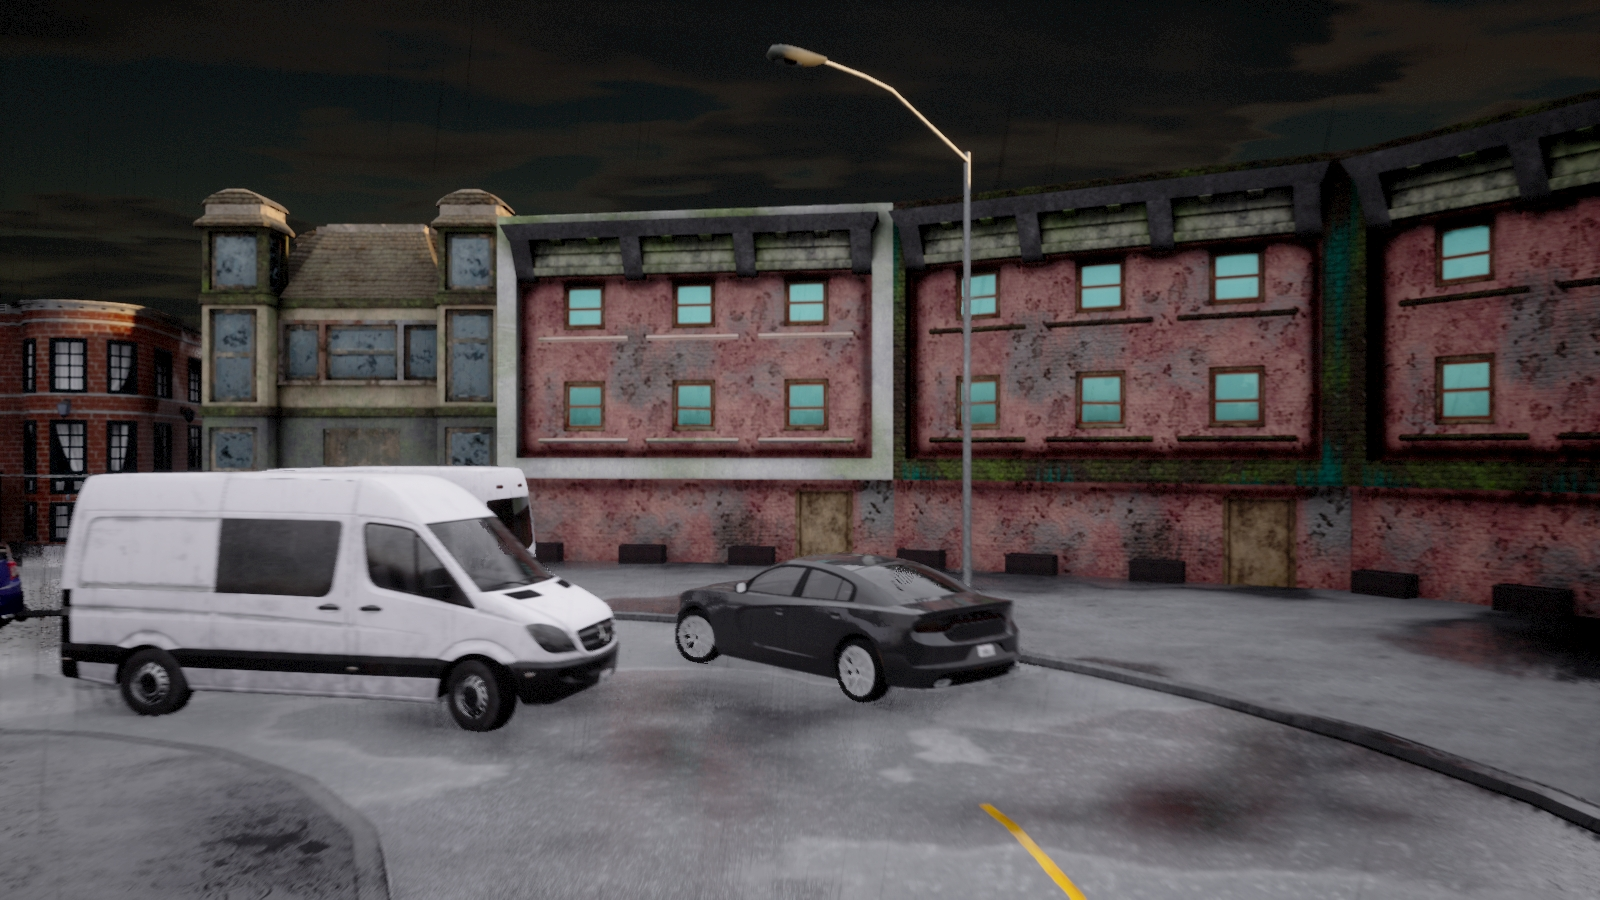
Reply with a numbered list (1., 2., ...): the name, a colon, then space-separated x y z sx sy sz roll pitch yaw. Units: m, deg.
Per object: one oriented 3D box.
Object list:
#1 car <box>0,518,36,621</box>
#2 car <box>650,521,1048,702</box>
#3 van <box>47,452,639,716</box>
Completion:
1. car: -13.801 1.812 16.989 3.633 1.501 1.845 0 0 -1
2. car: 0.404 1.811 14.284 2.097 1.535 5.006 0 0 -41
3. van: -4.926 1.312 12.614 5.915 2.561 1.988 0 0 10
